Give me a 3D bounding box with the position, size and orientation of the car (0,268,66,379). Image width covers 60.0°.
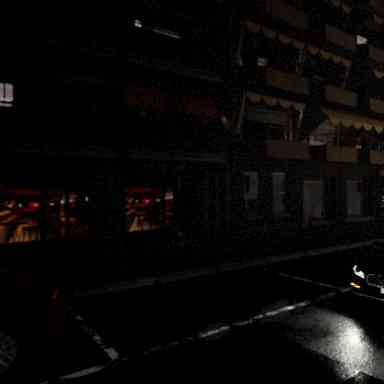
[{"bbox_3d":[-3.855,1.545,3.825,4.507,1.381,1.887,0,-1,-35],"label":"car"}]

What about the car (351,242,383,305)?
[{"bbox_3d":[5.376,1.508,7.211,4.892,1.490,1.837,0,0,-35],"label":"car"}]
